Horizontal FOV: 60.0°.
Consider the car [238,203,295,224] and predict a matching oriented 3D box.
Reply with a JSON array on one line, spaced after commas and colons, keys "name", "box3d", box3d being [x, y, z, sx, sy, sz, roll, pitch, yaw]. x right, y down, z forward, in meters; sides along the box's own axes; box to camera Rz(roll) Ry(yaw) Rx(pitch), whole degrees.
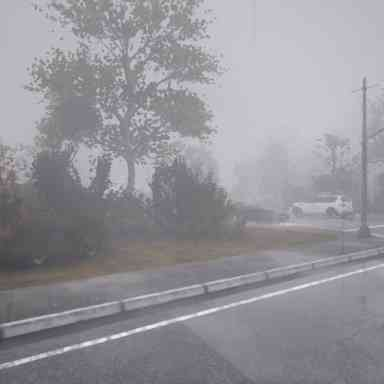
[{"name": "car", "box3d": [5.482, 1.668, 26.037, 1.994, 1.385, 4.181, 0, -1, -39]}]

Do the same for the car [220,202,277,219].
[{"name": "car", "box3d": [5.275, 1.715, 31.802, 2.033, 1.411, 5.357, 0, -1, -41]}]

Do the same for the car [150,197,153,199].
[{"name": "car", "box3d": [-6.088, 1.843, 53.064, 5.566, 2.045, 2.150, -2, -1, 40]}]

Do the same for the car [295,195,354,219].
[{"name": "car", "box3d": [11.653, 1.315, 30.096, 2.150, 2.045, 5.566, 0, -1, -40]}]
